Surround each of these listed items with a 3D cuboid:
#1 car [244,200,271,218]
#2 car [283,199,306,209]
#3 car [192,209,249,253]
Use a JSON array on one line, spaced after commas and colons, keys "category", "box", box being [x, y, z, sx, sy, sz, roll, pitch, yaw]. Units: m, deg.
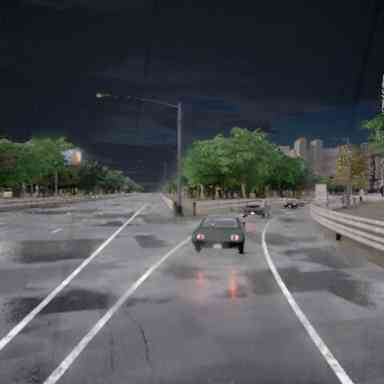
[{"category": "car", "box": [6.006, 1.545, 30.368, 1.837, 1.490, 4.892, 0, 0, 22]}, {"category": "car", "box": [14.465, 1.671, 46.622, 1.895, 1.301, 4.718, 0, 0, 34]}, {"category": "car", "box": [1.287, 1.612, 13.846, 1.895, 1.301, 4.718, 0, 0, 10]}]
